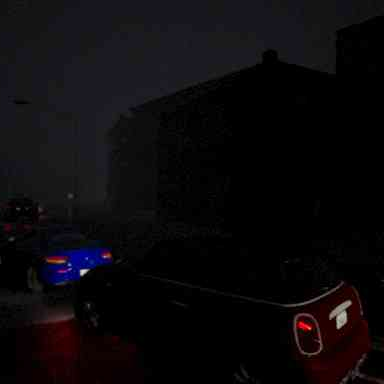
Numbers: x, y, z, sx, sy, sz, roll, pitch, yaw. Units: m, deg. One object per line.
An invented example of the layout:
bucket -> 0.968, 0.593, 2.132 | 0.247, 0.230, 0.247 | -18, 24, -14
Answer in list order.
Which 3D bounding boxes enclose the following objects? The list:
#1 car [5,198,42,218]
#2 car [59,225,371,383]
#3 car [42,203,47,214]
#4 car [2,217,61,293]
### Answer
car -> -15.496, 1.542, 30.546 | 2.150, 2.045, 5.566 | 2, -1, -19
car -> 0.098, 1.452, 5.162 | 4.553, 1.767, 2.097 | 0, -1, 42
car -> -19.370, 2.000, 41.523 | 1.812, 1.442, 4.674 | 2, -1, -19
car -> -3.835, 1.634, 9.199 | 1.812, 1.442, 4.674 | 2, -2, -40
